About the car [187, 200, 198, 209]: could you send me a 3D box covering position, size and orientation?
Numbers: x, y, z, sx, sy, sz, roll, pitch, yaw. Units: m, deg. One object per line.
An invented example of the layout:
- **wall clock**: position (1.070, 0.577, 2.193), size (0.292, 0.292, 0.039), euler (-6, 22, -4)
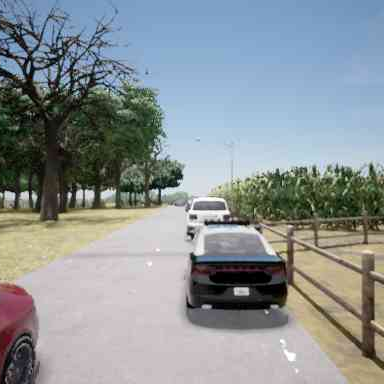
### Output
- **car**: position (0.061, 2.121, 59.047), size (1.837, 1.490, 4.892), euler (0, -1, 0)

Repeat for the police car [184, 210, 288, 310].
- **police car**: position (0.832, 1.474, 8.140), size (1.930, 1.638, 5.238), euler (0, 0, 0)

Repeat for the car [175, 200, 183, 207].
- **car**: position (-2.676, 2.437, 71.275), size (1.812, 1.442, 4.674), euler (0, -2, 0)

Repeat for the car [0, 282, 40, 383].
- **car**: position (-2.749, 1.538, 2.301), size (1.812, 1.442, 4.674), euler (0, 0, 0)

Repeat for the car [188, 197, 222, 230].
- **car**: position (0.849, 1.413, 24.070), size (2.150, 2.045, 5.566), euler (0, -1, 0)

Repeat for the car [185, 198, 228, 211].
- **car**: position (0.843, 1.354, 18.068), size (2.150, 2.045, 5.566), euler (0, -1, 0)
